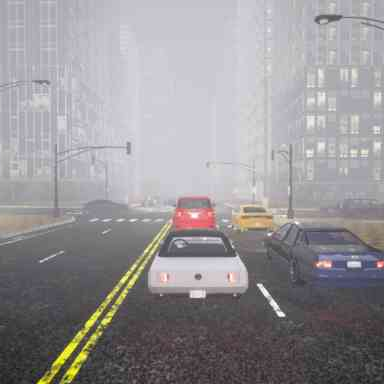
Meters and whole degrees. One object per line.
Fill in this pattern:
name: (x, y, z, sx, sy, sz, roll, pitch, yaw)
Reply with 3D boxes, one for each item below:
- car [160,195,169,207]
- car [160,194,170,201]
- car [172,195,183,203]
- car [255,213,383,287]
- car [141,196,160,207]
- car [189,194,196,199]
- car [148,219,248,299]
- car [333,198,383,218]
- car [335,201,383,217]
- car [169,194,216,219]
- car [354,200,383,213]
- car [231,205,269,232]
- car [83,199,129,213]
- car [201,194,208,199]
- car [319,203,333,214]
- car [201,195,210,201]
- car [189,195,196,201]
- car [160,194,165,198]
car: (-3.287, 1.527, 51.209, 1.994, 1.385, 4.181, 0, 0, 0)
car: (-6.419, 1.280, 80.649, 2.097, 1.767, 4.553, 0, 0, 0)
car: (-3.178, 1.463, 71.558, 2.128, 1.511, 4.902, 0, 0, 0)
car: (3.365, 1.543, 9.388, 2.033, 1.411, 5.357, 0, 0, 0)
car: (-6.543, 1.455, 50.775, 2.128, 1.511, 4.902, 0, 0, 0)
car: (0.093, 1.263, 92.017, 1.812, 1.442, 4.674, 0, 0, 0)
car: (0.110, 1.597, 8.361, 1.895, 1.301, 4.718, 0, 0, 0)
car: (16.233, 1.518, 30.793, 5.009, 1.841, 2.192, 1, 0, 1)
car: (17.115, 1.694, 33.361, 4.674, 1.442, 1.812, 0, 1, 1)
car: (0.118, 1.212, 18.119, 2.150, 2.045, 5.566, 0, 0, 0)
car: (21.850, 1.641, 39.074, 4.829, 1.417, 1.752, 1, 0, 1)
car: (3.373, 1.467, 19.206, 1.882, 1.535, 5.008, 0, 0, 1)
car: (-8.986, 1.444, 34.865, 4.674, 1.442, 1.812, 0, 1, -12)
car: (3.343, 1.263, 92.013, 1.812, 1.442, 4.674, 0, 0, 0)
car: (16.557, 1.589, 36.572, 5.008, 1.535, 1.882, 1, 1, 1)
car: (3.334, 1.455, 81.595, 2.033, 1.411, 5.357, 0, 0, 0)
car: (0.083, 1.439, 82.015, 1.812, 1.442, 4.674, 0, 0, 0)
car: (-6.492, 1.430, 60.449, 1.882, 1.535, 5.008, 0, 0, -1)
